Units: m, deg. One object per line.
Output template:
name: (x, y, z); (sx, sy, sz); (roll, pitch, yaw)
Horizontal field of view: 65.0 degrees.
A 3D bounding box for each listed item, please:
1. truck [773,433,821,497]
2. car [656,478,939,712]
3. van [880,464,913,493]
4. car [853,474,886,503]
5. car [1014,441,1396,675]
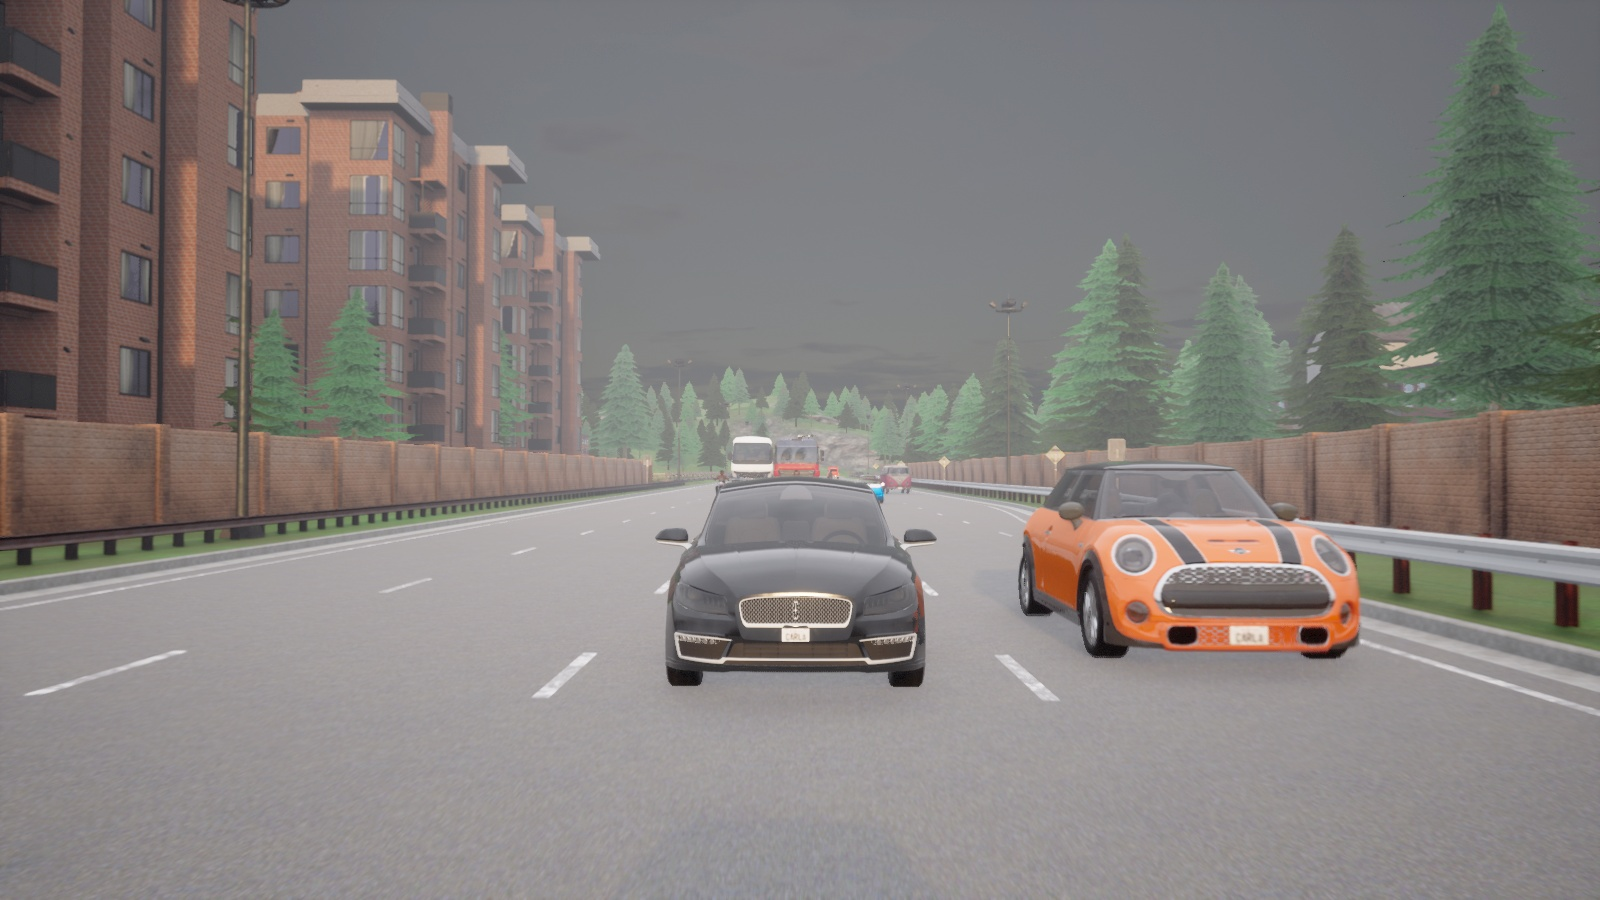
truck: (-0.198, 0.990, 79.998); (2.891, 3.827, 8.468); (0, -1, 0)
car: (-0.026, 0.998, 10.625); (1.837, 1.490, 4.892); (0, -1, 0)
van: (6.730, 2.018, 88.120); (1.775, 1.987, 4.442); (0, -1, -3)
car: (3.351, 1.876, 60.888); (1.481, 1.376, 2.207); (0, -1, 0)
car: (3.470, 0.857, 11.835); (2.097, 1.767, 4.553); (0, -1, 0)
